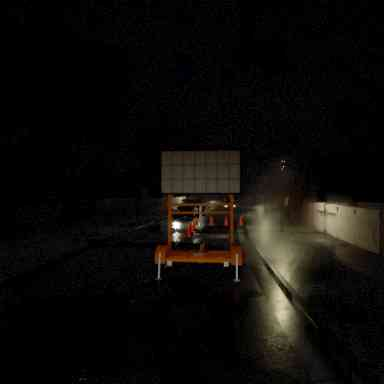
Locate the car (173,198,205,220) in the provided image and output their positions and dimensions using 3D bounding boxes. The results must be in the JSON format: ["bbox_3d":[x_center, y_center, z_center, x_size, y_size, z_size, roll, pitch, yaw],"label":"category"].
[{"bbox_3d":[-0.204,1.398,28.463,2.097,1.767,4.553,0,0,10],"label":"car"}]

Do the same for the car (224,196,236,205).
[{"bbox_3d":[7.364,1.496,64.063,2.097,1.767,4.553,0,0,8],"label":"car"}]

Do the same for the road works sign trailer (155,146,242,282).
[{"bbox_3d":[0.266,0.471,9.872,2.380,3.560,2.880,0,0,5],"label":"road works sign trailer"}]
